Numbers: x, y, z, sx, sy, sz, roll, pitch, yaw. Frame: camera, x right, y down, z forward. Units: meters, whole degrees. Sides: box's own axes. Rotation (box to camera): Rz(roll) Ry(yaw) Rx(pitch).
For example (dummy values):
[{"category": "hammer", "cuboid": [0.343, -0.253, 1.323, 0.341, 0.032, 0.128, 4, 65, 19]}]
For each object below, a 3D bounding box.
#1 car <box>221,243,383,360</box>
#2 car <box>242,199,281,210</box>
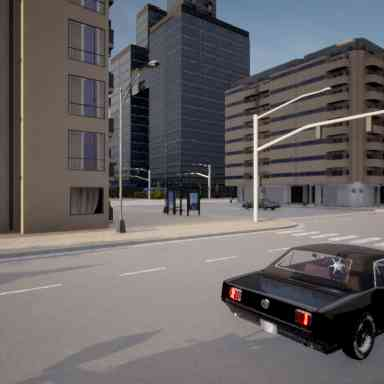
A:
[{"category": "car", "cuboid": [2.867, 1.601, 5.960, 4.718, 1.301, 1.895, 0, 0, -36]}, {"category": "car", "cuboid": [8.968, 1.603, 43.411, 2.033, 1.411, 5.357, 0, 0, -37]}]
